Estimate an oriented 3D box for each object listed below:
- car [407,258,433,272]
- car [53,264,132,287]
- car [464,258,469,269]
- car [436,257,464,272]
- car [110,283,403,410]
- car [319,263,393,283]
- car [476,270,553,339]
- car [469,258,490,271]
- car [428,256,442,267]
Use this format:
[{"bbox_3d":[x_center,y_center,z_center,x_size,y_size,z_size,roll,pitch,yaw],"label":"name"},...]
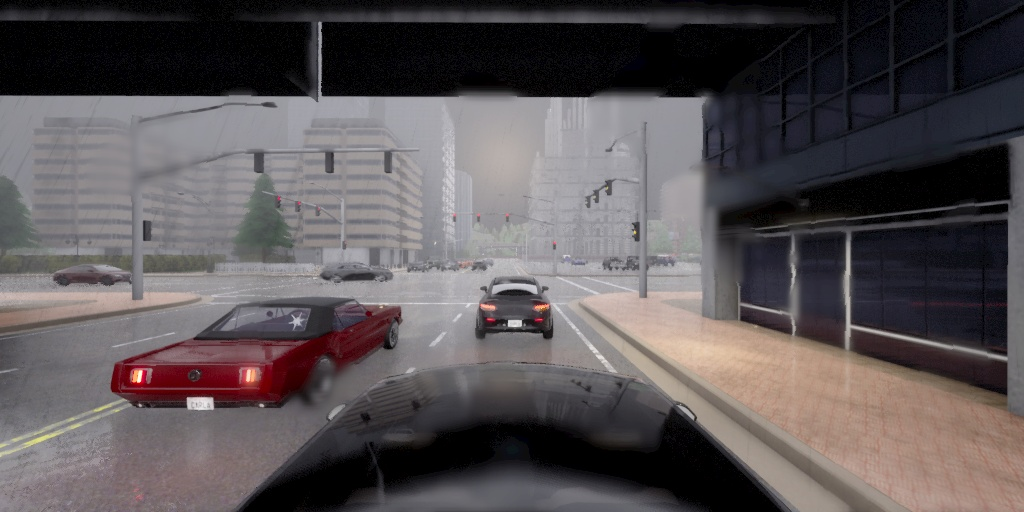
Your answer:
[{"bbox_3d":[-11.589,1.314,44.572,1.994,1.385,4.181,0,0,0],"label":"car"},{"bbox_3d":[-27.979,1.276,24.233,4.674,1.442,1.812,0,0,-1],"label":"car"},{"bbox_3d":[-8.183,1.102,56.280,2.097,1.767,4.553,0,0,0],"label":"car"},{"bbox_3d":[-8.115,1.241,47.368,2.128,1.511,4.902,0,0,0],"label":"car"},{"bbox_3d":[-3.441,1.351,6.201,1.895,1.301,4.718,0,0,0],"label":"car"},{"bbox_3d":[-11.330,1.242,26.209,4.902,1.511,2.128,0,0,-25],"label":"car"},{"bbox_3d":[0.070,1.276,9.967,1.812,1.442,4.674,0,0,0],"label":"car"},{"bbox_3d":[-4.453,1.255,50.090,1.837,1.490,4.892,0,0,0],"label":"car"},{"bbox_3d":[-11.666,0.971,53.929,2.150,2.045,5.566,0,0,-1],"label":"car"}]
